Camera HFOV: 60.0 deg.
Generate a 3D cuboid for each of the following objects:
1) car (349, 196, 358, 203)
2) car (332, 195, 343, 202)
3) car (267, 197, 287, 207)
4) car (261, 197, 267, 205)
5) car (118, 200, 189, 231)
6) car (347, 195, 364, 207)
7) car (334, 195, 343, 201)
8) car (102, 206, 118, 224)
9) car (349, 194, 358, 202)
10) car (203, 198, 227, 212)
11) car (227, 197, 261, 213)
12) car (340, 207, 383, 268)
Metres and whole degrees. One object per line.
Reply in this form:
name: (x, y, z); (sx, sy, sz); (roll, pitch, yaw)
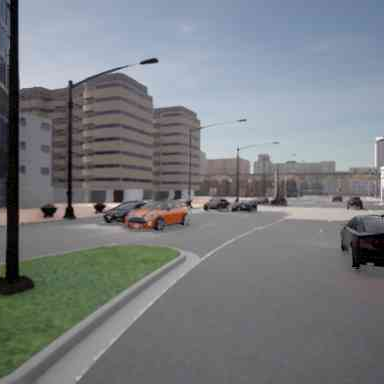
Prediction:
car: (37.064, 1.603, 76.245); (1.837, 1.490, 4.892); (1, 0, 26)
car: (33.844, 1.574, 77.626); (1.837, 1.490, 4.892); (1, 0, 26)
car: (13.645, 1.453, 52.162); (1.882, 1.535, 5.008); (1, 0, 26)
car: (11.769, 1.498, 56.256); (2.033, 1.411, 5.357); (1, 0, 26)
car: (-2.016, 1.284, 20.182); (2.097, 1.767, 4.553); (0, 0, 27)
car: (22.404, 1.568, 45.792); (1.837, 1.490, 4.892); (1, 0, 26)
car: (37.854, 1.609, 85.893); (1.812, 1.442, 4.674); (1, 0, 26)
car: (-4.224, 1.410, 23.526); (1.837, 1.490, 4.892); (1, 0, 27)
car: (41.031, 1.469, 84.420); (2.097, 1.767, 4.553); (1, 0, 26)
car: (2.885, 1.429, 38.073); (1.837, 1.490, 4.892); (1, 0, 26)
car: (5.672, 1.517, 35.806); (1.994, 1.385, 4.181); (1, 0, 26)
car: (6.122, 1.498, 11.026); (1.882, 1.535, 5.008); (0, 0, 19)
